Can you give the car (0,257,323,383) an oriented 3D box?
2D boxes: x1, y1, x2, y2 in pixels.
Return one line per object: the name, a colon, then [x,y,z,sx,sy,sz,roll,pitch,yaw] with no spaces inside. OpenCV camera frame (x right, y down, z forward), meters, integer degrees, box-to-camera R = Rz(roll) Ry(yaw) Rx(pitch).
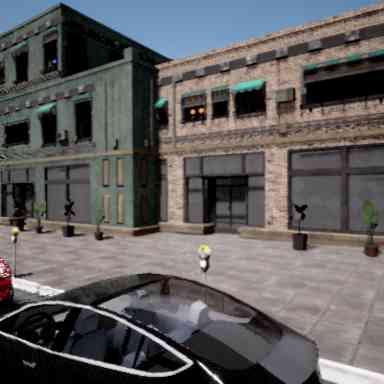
car: [-0.885,1.576,3.505,4.313,1.339,1.947,-1,0,35]
